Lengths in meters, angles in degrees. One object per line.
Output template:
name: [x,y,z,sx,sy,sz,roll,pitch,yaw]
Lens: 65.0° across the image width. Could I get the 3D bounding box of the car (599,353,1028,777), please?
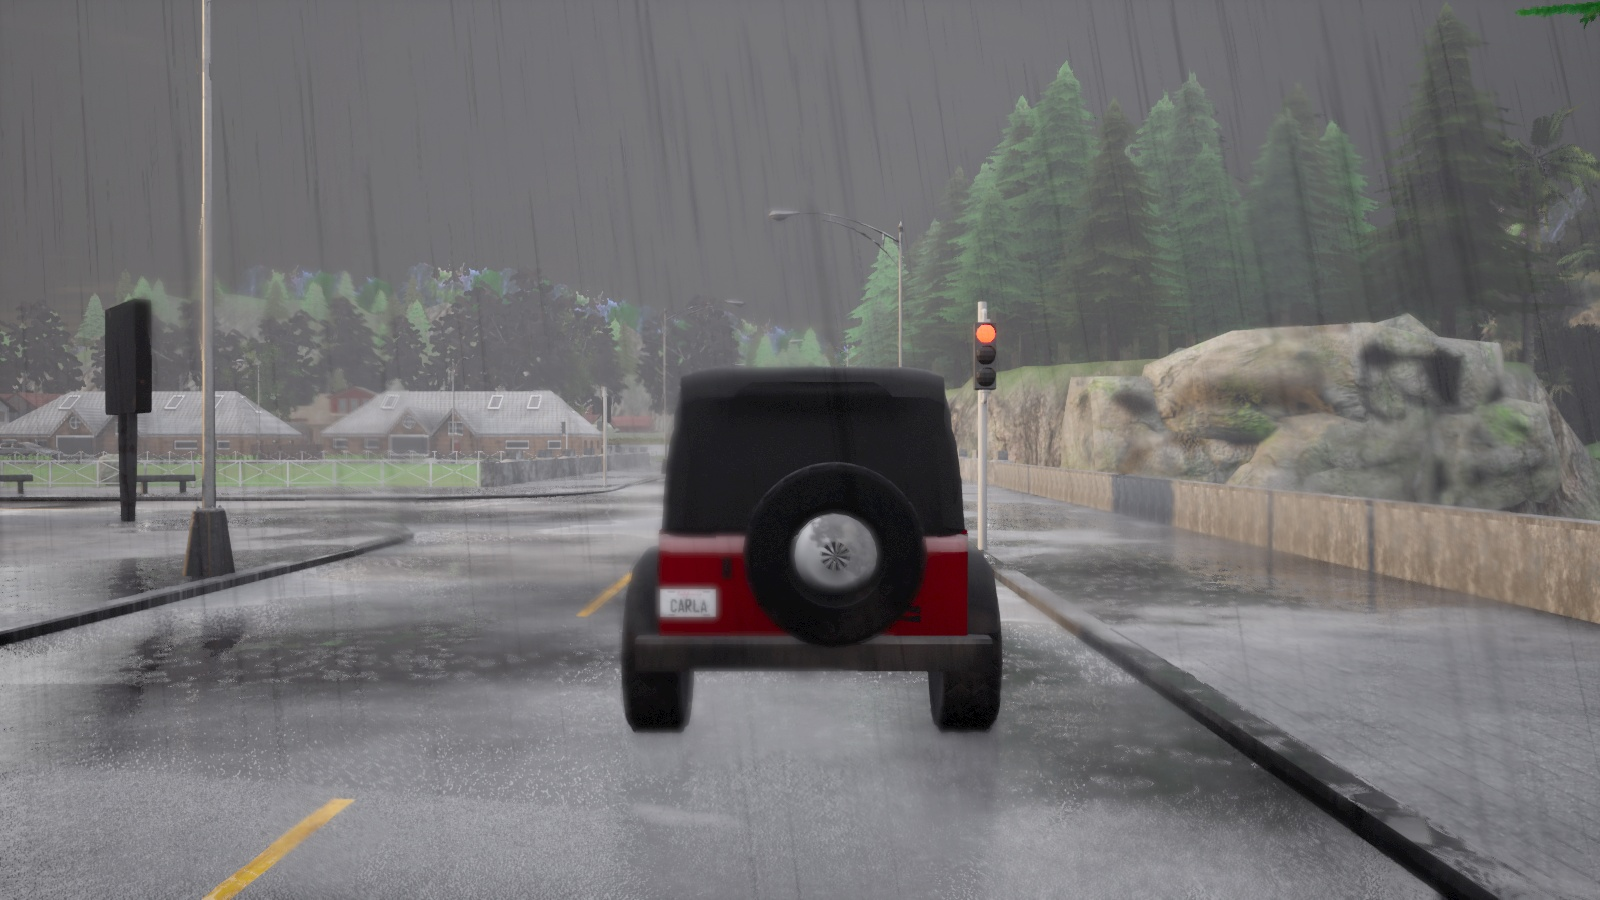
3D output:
car: [0.062,0.500,7.508,1.905,1.878,3.866,0,0,0]
